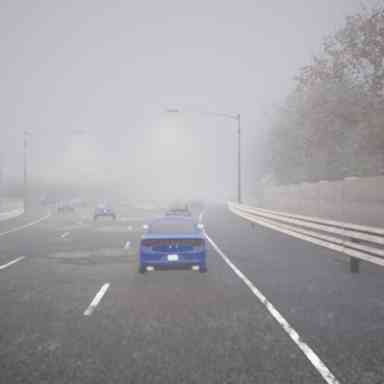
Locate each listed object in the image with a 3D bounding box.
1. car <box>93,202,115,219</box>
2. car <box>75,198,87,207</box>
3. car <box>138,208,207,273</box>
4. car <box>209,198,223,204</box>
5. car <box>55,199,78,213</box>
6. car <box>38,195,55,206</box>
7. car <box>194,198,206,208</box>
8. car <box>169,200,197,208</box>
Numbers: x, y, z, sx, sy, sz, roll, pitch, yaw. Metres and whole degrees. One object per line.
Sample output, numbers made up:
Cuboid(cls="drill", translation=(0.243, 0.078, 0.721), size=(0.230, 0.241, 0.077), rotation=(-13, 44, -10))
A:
Cuboid(cls="car", translation=(-8.066, 1.666, 30.534), size=(2.033, 1.411, 5.357), rotation=(0, 0, -17))
Cuboid(cls="car", translation=(-18.570, 1.719, 54.641), size=(2.128, 1.511, 4.902), rotation=(0, 0, -30))
Cuboid(cls="car", translation=(-0.611, 1.512, 10.873), size=(1.882, 1.535, 5.008), rotation=(0, 0, -3))
Cuboid(cls="car", translation=(4.833, 1.949, 71.312), size=(1.895, 1.301, 4.718), rotation=(0, -2, 11))
Cuboid(cls="car", translation=(-15.416, 1.775, 40.635), size=(1.895, 1.301, 4.718), rotation=(0, 0, -22))
Cuboid(cls="car", translation=(-26.418, 1.494, 60.505), size=(2.150, 2.045, 5.566), rotation=(0, 0, -35))
Cuboid(cls="car", translation=(0.993, 1.694, 51.005), size=(2.033, 1.411, 5.357), rotation=(0, 0, 9))
Cuboid(cls="car", translation=(-0.907, 1.566, 24.245), size=(2.128, 1.511, 4.902), rotation=(0, 0, 0))
